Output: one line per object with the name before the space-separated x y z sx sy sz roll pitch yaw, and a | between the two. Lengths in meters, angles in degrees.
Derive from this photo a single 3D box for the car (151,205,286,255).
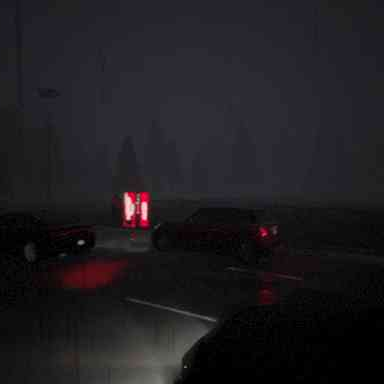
car | 0.788 1.240 11.517 4.553 1.767 2.097 1 1 32

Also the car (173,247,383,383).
car | 2.446 1.540 2.257 5.357 1.411 2.033 1 1 34

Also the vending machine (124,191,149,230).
vending machine | -3.098 0.987 18.506 0.880 2.100 1.100 1 1 28

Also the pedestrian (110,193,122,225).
pedestrian | -4.258 0.925 18.646 0.375 1.860 0.375 1 1 27

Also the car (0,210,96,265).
car | -5.475 1.328 11.138 5.008 1.535 1.882 1 0 29
